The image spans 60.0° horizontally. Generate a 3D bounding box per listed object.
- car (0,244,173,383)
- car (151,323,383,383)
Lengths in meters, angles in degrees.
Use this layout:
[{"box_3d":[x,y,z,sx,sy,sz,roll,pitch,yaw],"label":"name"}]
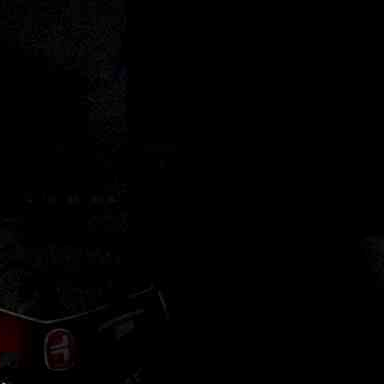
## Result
[{"box_3d":[-2.282,1.454,4.573,4.097,1.590,1.967,0,0,35],"label":"car"},{"box_3d":[2.158,1.541,1.433,4.507,1.381,1.887,0,0,35],"label":"car"}]
